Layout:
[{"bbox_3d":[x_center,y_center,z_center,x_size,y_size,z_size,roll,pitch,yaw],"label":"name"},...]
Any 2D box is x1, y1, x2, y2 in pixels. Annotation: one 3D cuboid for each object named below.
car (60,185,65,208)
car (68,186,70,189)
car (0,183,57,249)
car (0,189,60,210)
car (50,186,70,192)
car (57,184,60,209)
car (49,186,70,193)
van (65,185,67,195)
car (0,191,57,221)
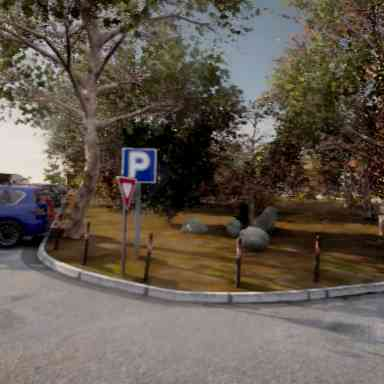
[{"bbox_3d":[-11.466,0.447,21.687,5.566,2.045,2.435,2,1,-20],"label":"car"},{"bbox_3d":[-21.647,-0.078,50.574,5.008,1.535,2.097,2,1,-19],"label":"car"},{"bbox_3d":[-7.791,0.761,11.305,5.566,2.045,2.435,2,1,-20],"label":"car"},{"bbox_3d":[-13.335,0.580,26.938,4.792,1.488,2.163,2,1,-20],"label":"car"},{"bbox_3d":[-35.097,-0.773,88.744,4.892,1.521,2.231,2,0,-19],"label":"car"},{"bbox_3d":[-8.679,0.683,13.813,5.566,2.045,2.435,2,1,-20],"label":"car"},{"bbox_3d":[-34.000,-0.720,85.660,5.008,1.535,2.097,2,0,-19],"label":"car"},{"bbox_3d":[-17.833,-0.037,40.109,4.442,1.987,1.878,2,1,-19],"label":"van"},{"bbox_3d":[-10.524,0.776,19.073,5.008,1.535,2.097,2,1,-20],"label":"car"}]
